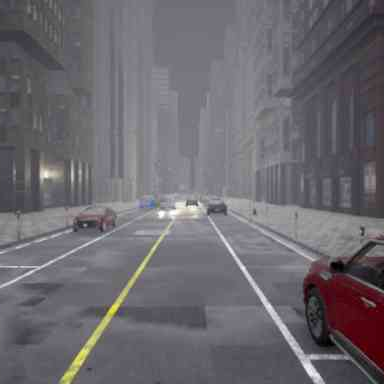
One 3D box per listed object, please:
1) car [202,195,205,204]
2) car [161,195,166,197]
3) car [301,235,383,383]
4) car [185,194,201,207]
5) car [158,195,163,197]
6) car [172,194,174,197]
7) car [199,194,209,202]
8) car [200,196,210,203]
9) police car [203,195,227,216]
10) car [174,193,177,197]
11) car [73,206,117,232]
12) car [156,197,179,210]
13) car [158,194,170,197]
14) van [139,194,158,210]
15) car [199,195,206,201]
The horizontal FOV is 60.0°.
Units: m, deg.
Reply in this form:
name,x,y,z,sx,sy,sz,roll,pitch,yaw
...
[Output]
name,x,y,z,sx,sy,sz,roll,pitch,yaw
car,2.755,1.531,48.587,1.752,1.417,4.829,0,0,0
car,-5.771,1.573,54.042,1.947,1.339,4.313,0,0,0
car,2.759,1.314,3.327,2.192,1.841,5.009,0,0,0
car,-0.004,1.483,50.210,1.882,1.535,5.008,0,0,0
car,-5.770,1.571,48.405,1.947,1.339,4.313,0,0,0
car,-5.774,1.454,76.589,1.967,1.590,4.097,0,0,0
car,2.751,1.330,76.599,2.192,1.841,5.009,0,0,0
car,2.752,1.578,70.963,1.947,1.339,4.313,0,0,0
police car,2.363,1.426,32.933,1.930,1.638,5.238,0,0,0
car,-5.775,1.458,87.863,1.967,1.590,4.097,0,0,0
car,-5.767,1.542,20.222,1.887,1.381,4.507,0,0,0
car,-3.097,1.604,42.740,1.895,1.301,4.718,0,0,0
car,-5.772,1.324,59.678,2.192,1.841,5.009,0,0,0
van,-5.770,1.344,42.768,1.690,1.788,3.998,0,0,0
car,2.750,1.584,87.872,1.947,1.339,4.313,0,0,0
